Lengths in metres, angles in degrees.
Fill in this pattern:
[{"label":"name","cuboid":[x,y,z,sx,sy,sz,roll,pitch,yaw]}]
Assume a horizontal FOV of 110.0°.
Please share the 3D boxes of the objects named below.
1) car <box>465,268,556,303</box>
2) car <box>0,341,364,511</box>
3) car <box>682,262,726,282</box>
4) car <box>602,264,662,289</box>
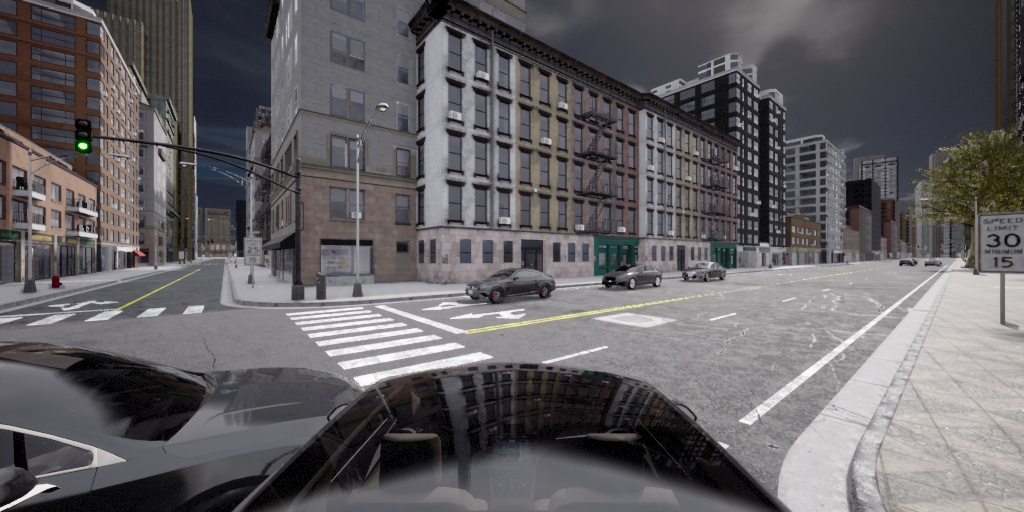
[{"label":"car","cuboid":[0.043,1.287,16.798,4.674,1.442,1.812,0,0,-39]},{"label":"car","cuboid":[-3.214,1.257,1.842,4.892,1.490,1.837,0,0,-34]},{"label":"car","cuboid":[15.806,1.237,29.417,4.902,1.511,2.128,0,0,-39]},{"label":"car","cuboid":[7.764,1.259,22.985,4.892,1.490,1.837,0,0,-39]}]
